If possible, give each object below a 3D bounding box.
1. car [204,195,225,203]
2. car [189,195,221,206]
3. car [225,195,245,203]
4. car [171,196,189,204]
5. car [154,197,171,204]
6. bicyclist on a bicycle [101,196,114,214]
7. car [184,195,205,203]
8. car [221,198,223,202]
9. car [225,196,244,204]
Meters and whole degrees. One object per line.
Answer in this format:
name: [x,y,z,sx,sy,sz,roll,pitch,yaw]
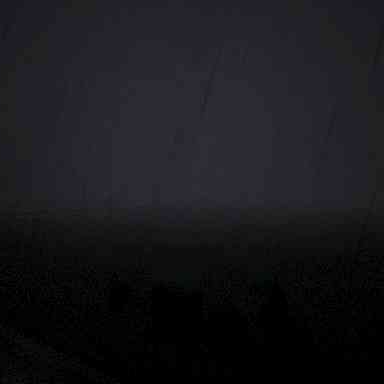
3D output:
car: [4.739,1.477,69.501,1.882,1.535,5.008,0,0,35]
car: [2.089,1.478,53.589,1.882,1.535,5.008,0,0,35]
car: [8.939,1.490,69.399,2.128,1.511,4.902,0,0,35]
car: [-1.189,1.478,61.020,1.882,1.535,5.008,0,0,35]
car: [-5.036,1.564,61.624,1.994,1.385,4.181,0,0,35]
bicyclist on a bicycle: [-7.978,1.156,31.704,1.656,1.620,0.582,33,17,27]
car: [0.646,1.477,69.755,1.882,1.535,5.008,0,0,35]
car: [3.156,1.478,61.124,1.882,1.535,5.008,0,0,35]
car: [8.057,1.601,62.204,1.895,1.301,4.718,0,0,35]
